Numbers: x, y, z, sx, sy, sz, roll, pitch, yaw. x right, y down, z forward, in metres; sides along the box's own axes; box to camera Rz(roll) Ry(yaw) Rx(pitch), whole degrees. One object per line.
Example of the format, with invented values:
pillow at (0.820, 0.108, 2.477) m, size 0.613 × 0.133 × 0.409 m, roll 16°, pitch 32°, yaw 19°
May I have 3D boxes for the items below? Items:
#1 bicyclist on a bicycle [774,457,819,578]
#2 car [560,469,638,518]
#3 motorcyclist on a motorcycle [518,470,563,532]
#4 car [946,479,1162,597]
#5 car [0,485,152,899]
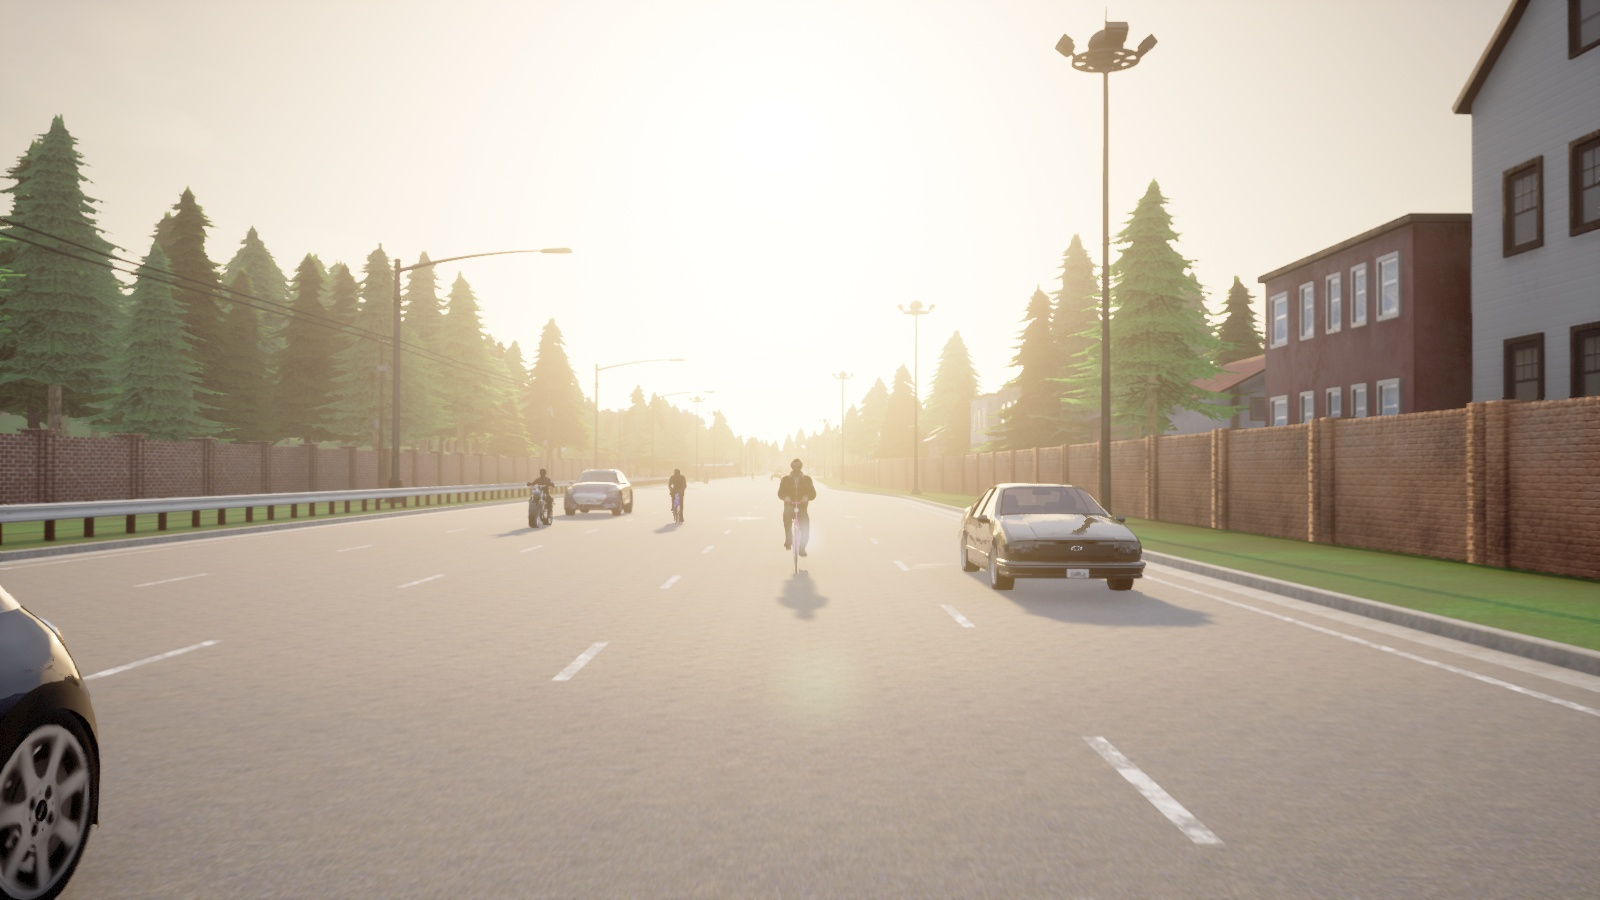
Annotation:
bicyclist on a bicycle at (-0.048, 1.013, 19.498) m, size 0.659 × 1.776 × 1.843 m, roll 0°, pitch -1°, yaw 0°
car at (-7.115, 1.528, 44.984) m, size 2.033 × 1.649 × 4.856 m, roll 0°, pitch -1°, yaw 0°
motorcyclist on a motorcycle at (-7.082, 1.370, 34.382) m, size 0.766 × 1.649 × 2.350 m, roll 0°, pitch -1°, yaw 0°
car at (3.454, 1.154, 18.220) m, size 2.033 × 1.411 × 5.357 m, roll 0°, pitch -1°, yaw 0°
car at (-3.508, 0.844, 2.986) m, size 1.970 × 1.475 × 3.806 m, roll 0°, pitch -1°, yaw 0°
